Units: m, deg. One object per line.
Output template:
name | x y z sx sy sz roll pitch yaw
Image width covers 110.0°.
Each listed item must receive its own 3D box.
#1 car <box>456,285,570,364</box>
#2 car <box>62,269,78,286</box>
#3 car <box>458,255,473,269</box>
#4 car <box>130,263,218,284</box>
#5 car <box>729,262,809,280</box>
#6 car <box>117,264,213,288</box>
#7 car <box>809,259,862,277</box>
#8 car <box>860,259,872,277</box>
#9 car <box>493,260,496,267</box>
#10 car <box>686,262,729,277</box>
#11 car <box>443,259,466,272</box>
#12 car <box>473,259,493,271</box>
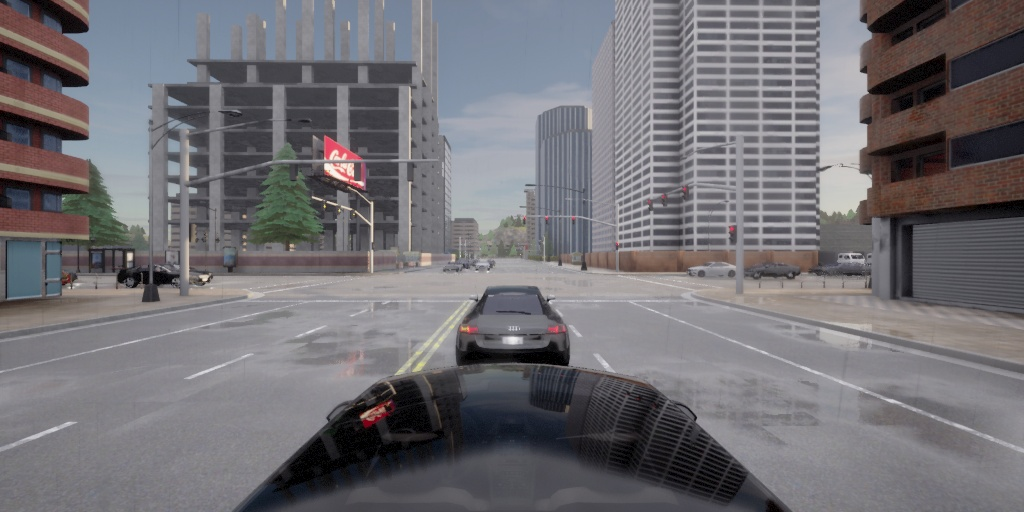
car | 0.011 1.314 7.709 1.994 1.385 4.181 0 0 0
car | -31.114 1.102 22.675 4.553 1.767 2.097 0 0 -1
car | -7.589 1.102 54.945 2.097 1.767 4.553 0 0 0
car | -24.692 1.276 26.288 4.674 1.442 1.812 0 0 -1
car | 21.852 1.241 30.657 4.902 1.511 2.128 0 0 -1
car | -22.011 1.241 22.805 4.902 1.511 2.128 0 0 -1
car | 31.534 1.296 34.289 5.357 1.411 2.033 0 0 -1
car | 33.581 1.237 30.809 4.902 1.511 2.128 0 0 -1
car | -4.115 1.351 59.029 1.895 1.301 4.718 0 0 -1
car | 19.088 1.276 34.097 4.674 1.442 1.812 0 0 -1
car | -7.524 1.351 45.839 1.895 1.301 4.718 0 0 0
car | -4.035 1.276 49.991 1.812 1.442 4.674 0 0 -1
